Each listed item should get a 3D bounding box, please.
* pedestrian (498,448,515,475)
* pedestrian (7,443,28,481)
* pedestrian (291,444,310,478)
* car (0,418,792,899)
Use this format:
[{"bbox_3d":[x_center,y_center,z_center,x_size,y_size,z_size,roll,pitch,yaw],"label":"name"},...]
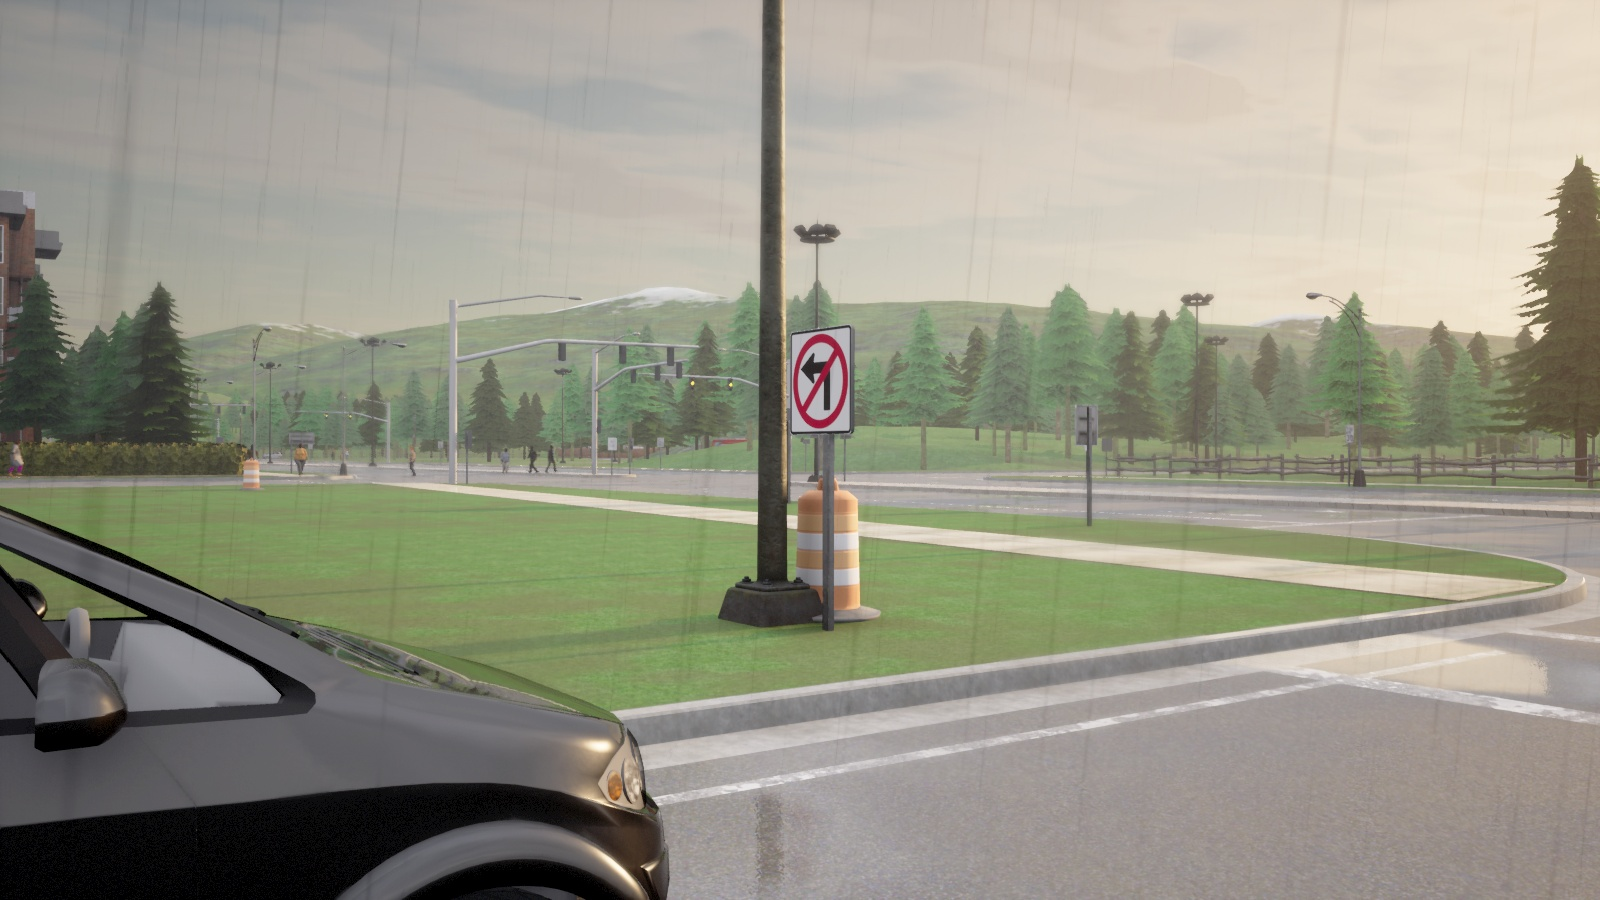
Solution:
[{"bbox_3d":[-20.039,0.793,85.645,0.874,1.855,0.900,0,0,-34],"label":"pedestrian"},{"bbox_3d":[-40.011,0.616,64.199,0.873,1.952,0.659,0,0,-34],"label":"pedestrian"},{"bbox_3d":[-27.754,0.613,69.768,0.874,1.855,0.900,0,0,-25],"label":"pedestrian"},{"bbox_3d":[-2.048,0.733,2.232,3.705,1.549,1.789,0,0,-35],"label":"car"}]
